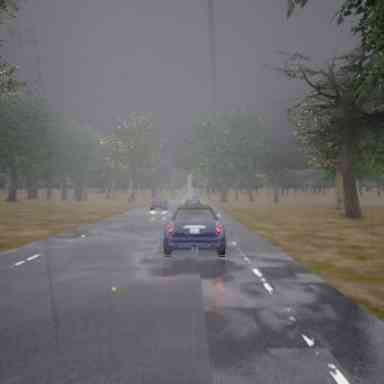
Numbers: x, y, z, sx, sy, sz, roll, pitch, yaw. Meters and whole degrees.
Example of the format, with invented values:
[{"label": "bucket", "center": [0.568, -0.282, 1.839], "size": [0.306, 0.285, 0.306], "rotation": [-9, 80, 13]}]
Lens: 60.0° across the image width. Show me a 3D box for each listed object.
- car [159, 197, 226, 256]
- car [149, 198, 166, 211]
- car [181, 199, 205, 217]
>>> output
[{"label": "car", "center": [0.091, 1.253, 12.821], "size": [2.097, 1.767, 4.553], "rotation": [0, 0, 0]}, {"label": "car", "center": [-3.592, 1.345, 37.251], "size": [2.033, 1.411, 5.357], "rotation": [0, 0, 0]}, {"label": "car", "center": [0.096, 1.375, 29.799], "size": [1.994, 1.385, 4.181], "rotation": [0, 0, 0]}]
